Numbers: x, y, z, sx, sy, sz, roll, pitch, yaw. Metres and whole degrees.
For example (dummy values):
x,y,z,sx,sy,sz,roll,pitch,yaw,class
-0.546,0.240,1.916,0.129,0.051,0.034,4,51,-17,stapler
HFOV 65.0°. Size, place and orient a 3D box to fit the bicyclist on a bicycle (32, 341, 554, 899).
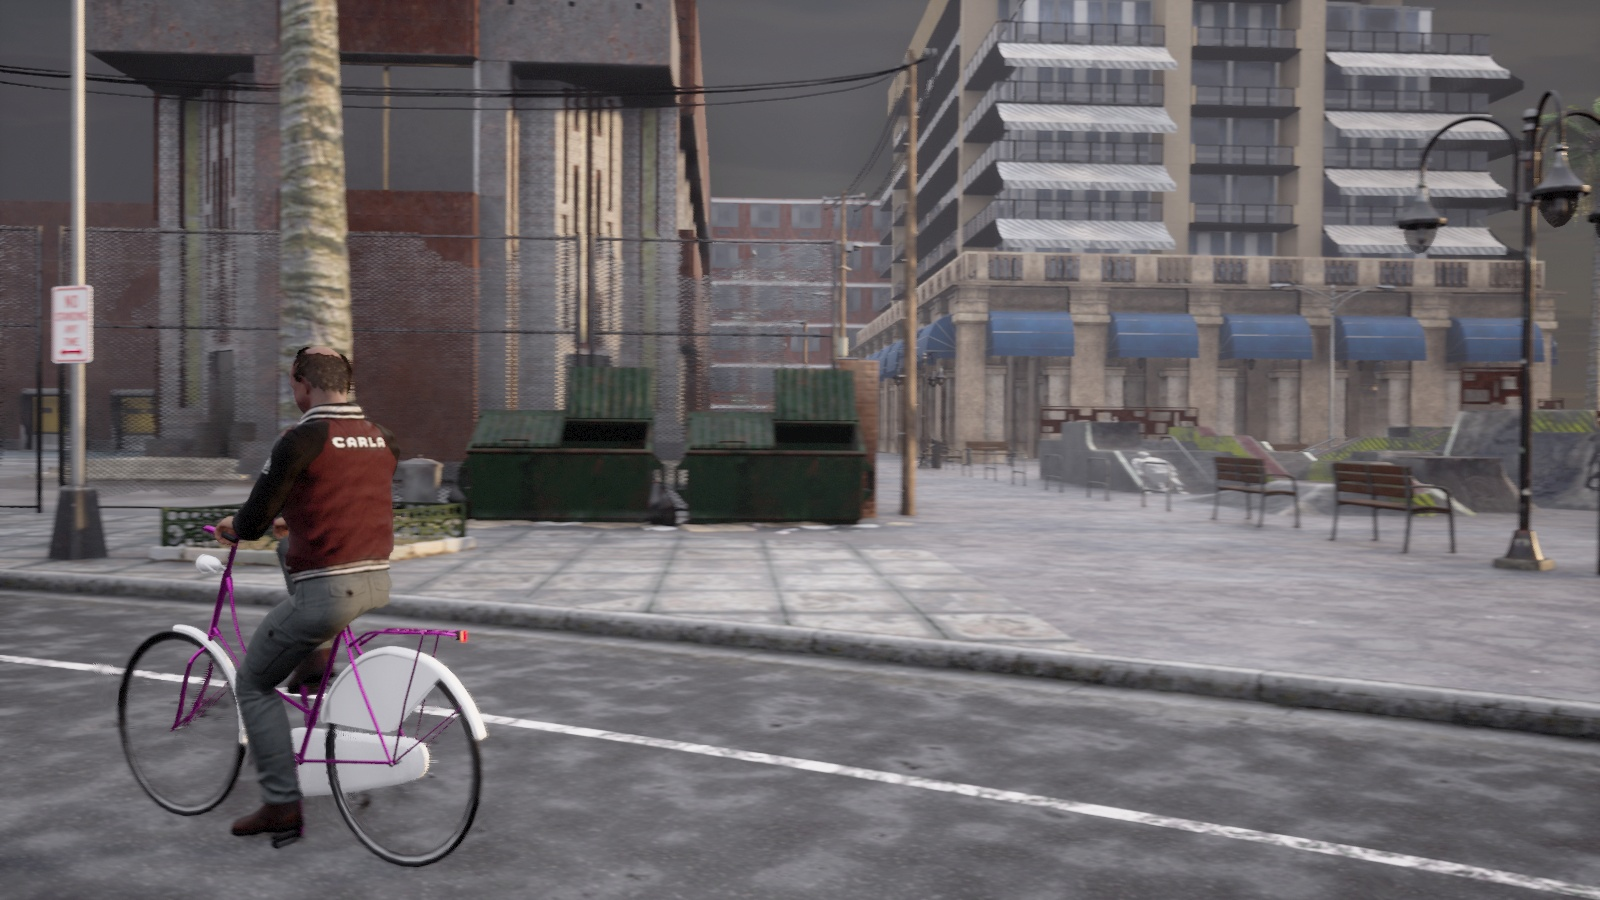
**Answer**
x,y,z,sx,sy,sz,roll,pitch,yaw,class
-1.826,0.554,4.461,1.843,1.776,0.659,0,1,28,bicyclist on a bicycle
